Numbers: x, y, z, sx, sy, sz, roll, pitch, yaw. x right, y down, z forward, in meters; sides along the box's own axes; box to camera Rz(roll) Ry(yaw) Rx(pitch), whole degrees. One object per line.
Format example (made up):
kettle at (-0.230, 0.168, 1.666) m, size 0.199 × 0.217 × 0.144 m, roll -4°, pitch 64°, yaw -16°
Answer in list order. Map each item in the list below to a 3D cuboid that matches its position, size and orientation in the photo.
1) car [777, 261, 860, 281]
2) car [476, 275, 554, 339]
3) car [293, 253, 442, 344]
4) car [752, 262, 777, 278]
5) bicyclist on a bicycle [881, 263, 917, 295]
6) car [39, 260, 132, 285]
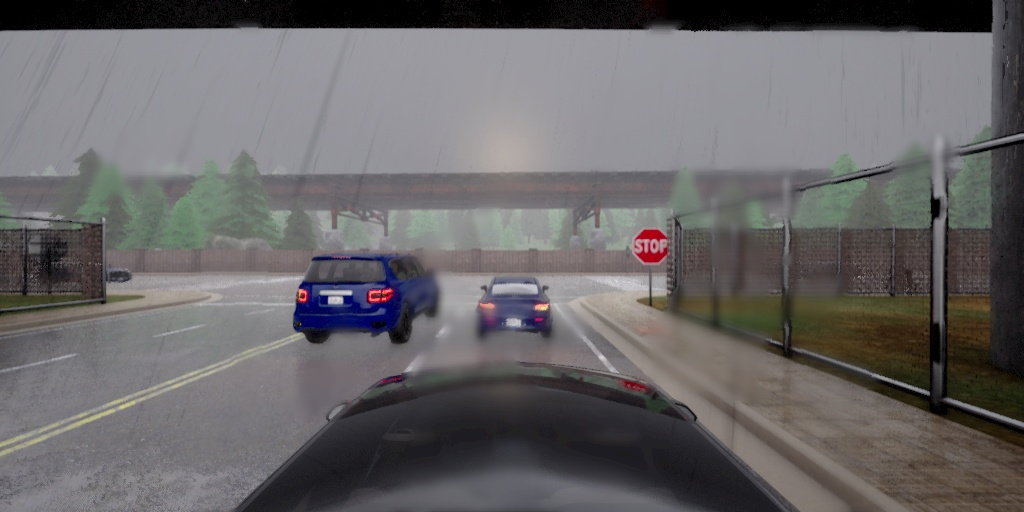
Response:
car at (24.144, 1.158, 27.975) m, size 4.902 × 1.511 × 2.128 m, roll 0°, pitch 0°, yaw 1°
car at (0.078, 1.250, 9.894) m, size 1.812 × 1.442 × 4.674 m, roll 0°, pitch 0°, yaw 0°
car at (-3.423, 0.947, 9.664) m, size 2.150 × 2.045 × 5.566 m, roll 0°, pitch 0°, yaw 0°
car at (23.837, 1.160, 31.478) m, size 4.892 × 1.490 × 1.837 m, roll 0°, pitch 0°, yaw 1°
bicyclist on a bicycle at (18.335, 1.002, 17.047) m, size 0.582 × 1.620 × 1.656 m, roll 0°, pitch 0°, yaw 1°
car at (-29.274, 1.030, 24.742) m, size 4.553 × 1.767 × 2.097 m, roll 0°, pitch 0°, yaw 0°
